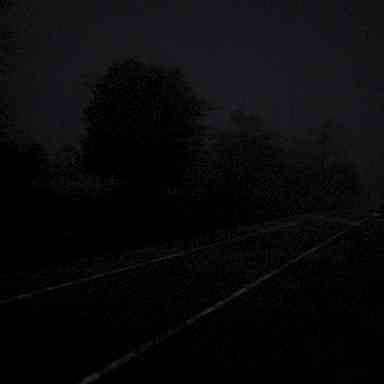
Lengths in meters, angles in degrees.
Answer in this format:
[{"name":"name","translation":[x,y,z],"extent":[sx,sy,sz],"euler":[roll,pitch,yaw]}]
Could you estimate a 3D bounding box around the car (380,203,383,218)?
[{"name":"car","translation":[17.480,1.473,28.760],"extent":[1.882,1.535,5.008],"euler":[3,1,34]}]
